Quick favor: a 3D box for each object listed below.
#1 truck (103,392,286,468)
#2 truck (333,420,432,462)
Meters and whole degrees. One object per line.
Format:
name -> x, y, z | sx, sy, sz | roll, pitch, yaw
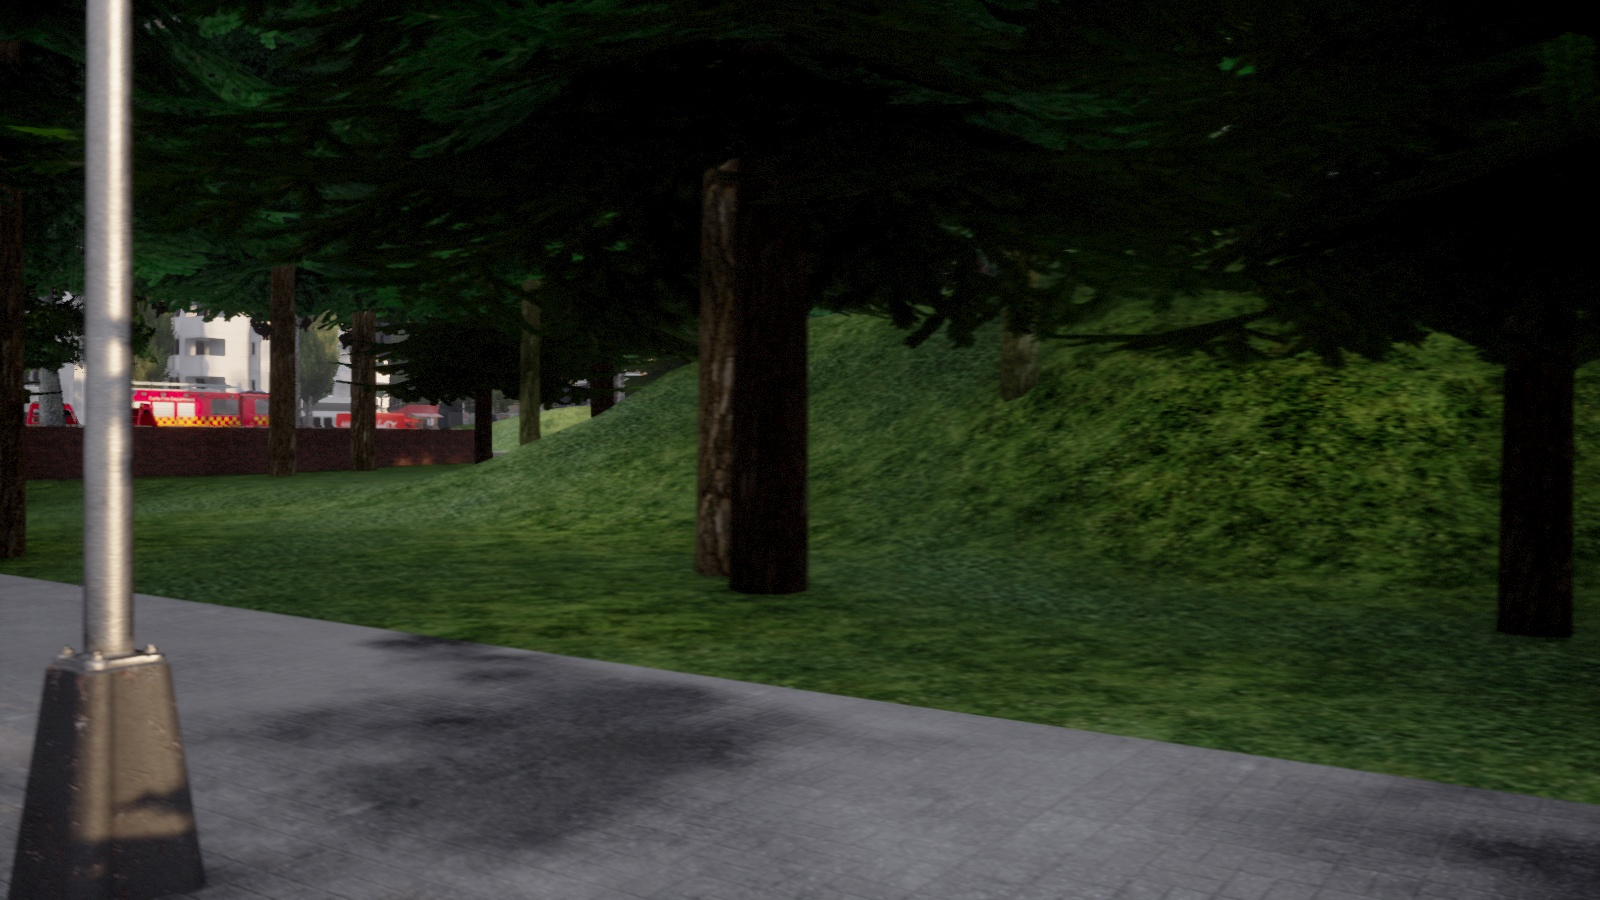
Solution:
truck -> -32.179, -1.058, 67.134 | 2.891, 3.827, 8.468 | 0, 1, 34
truck -> -25.580, -0.575, 77.051 | 2.627, 2.467, 5.204 | 0, 1, 34
